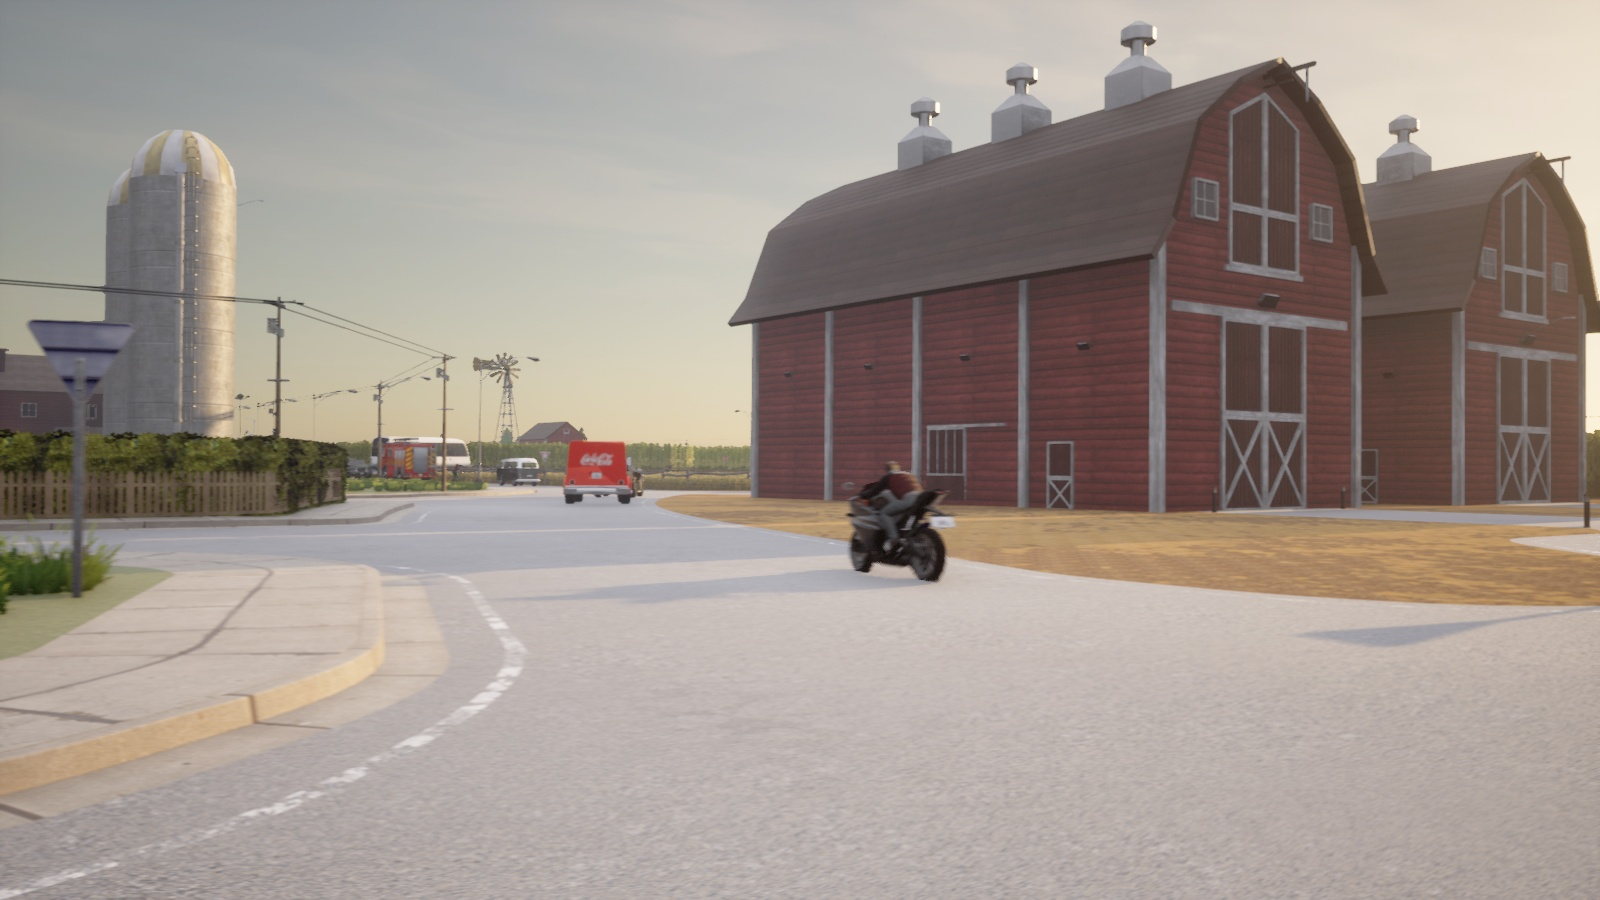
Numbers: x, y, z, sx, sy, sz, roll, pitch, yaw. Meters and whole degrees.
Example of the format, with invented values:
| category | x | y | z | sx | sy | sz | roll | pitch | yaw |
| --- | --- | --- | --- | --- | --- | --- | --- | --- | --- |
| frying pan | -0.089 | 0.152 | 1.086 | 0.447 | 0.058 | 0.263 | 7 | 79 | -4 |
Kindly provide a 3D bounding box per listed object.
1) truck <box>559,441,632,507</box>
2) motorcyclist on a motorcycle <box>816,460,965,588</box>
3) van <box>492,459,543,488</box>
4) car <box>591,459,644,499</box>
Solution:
| category | x | y | z | sx | sy | sz | roll | pitch | yaw |
| --- | --- | --- | --- | --- | --- | --- | --- | --- | --- |
| truck | -8.010 | 0.910 | 49.734 | 2.627 | 2.467 | 5.204 | 0 | 0 | -7 |
| motorcyclist on a motorcycle | 1.123 | 0.912 | 16.254 | 0.866 | 1.530 | 2.191 | 2 | -1 | -28 |
| van | -20.669 | 1.698 | 91.715 | 2.069 | 2.038 | 4.480 | 1 | -1 | -35 |
| car | -8.694 | 1.372 | 60.210 | 1.932 | 1.855 | 4.605 | 0 | -1 | -1 |
